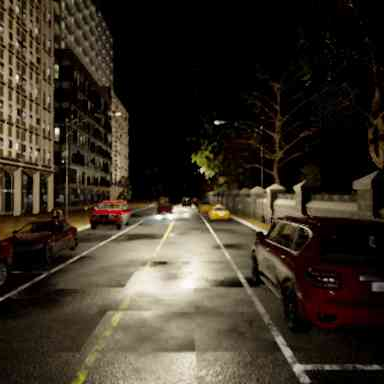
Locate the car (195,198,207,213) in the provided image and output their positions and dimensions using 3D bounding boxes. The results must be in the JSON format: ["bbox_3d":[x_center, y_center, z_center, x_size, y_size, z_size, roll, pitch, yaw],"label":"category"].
[{"bbox_3d":[1.721,1.906,43.801,1.801,1.575,5.366,0,-1,-1],"label":"car"}]

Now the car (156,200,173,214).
[{"bbox_3d":[-3.287,2.018,40.737,1.895,1.301,4.718,0,-1,-1],"label":"car"}]

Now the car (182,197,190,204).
[{"bbox_3d":[-1.530,2.056,85.887,2.097,1.767,4.553,0,-1,-1],"label":"car"}]

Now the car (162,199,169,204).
[{"bbox_3d":[-7.095,2.475,89.967,1.802,1.307,4.206,0,-1,-1],"label":"car"}]

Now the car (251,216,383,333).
[{"bbox_3d":[2.552,1.388,6.873,2.192,1.841,5.009,0,-1,0],"label":"car"}]

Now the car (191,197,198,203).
[{"bbox_3d":[0.793,2.385,95.631,1.967,1.590,4.097,0,-1,-1],"label":"car"}]

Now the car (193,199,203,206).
[{"bbox_3d":[1.337,2.302,73.438,1.947,1.339,4.313,0,-1,-1],"label":"car"}]

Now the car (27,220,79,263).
[{"bbox_3d":[-5.503,1.712,12.367,1.802,1.307,4.206,0,-1,0],"label":"car"}]

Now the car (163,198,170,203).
[{"bbox_3d":[-7.227,2.486,95.339,1.752,1.417,4.829,0,-1,-1],"label":"car"}]

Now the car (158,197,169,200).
[{"bbox_3d":[-6.824,2.103,78.892,2.192,1.841,5.009,0,-1,-1],"label":"car"}]

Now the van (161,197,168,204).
[{"bbox_3d":[-6.960,2.182,84.431,1.690,1.788,3.998,0,-1,-1],"label":"van"}]

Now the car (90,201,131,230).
[{"bbox_3d":[-5.607,1.559,23.463,2.192,1.841,5.009,0,-1,-1],"label":"car"}]

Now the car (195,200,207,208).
[{"bbox_3d":[1.609,2.195,62.342,1.947,1.339,4.313,0,-1,-1],"label":"car"}]

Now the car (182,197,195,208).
[{"bbox_3d":[-0.953,2.176,62.351,2.033,1.411,5.357,0,-1,-1],"label":"car"}]

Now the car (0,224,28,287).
[{"bbox_3d":[-5.473,1.618,6.817,1.887,1.381,4.507,0,-1,0],"label":"car"}]

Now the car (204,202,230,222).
[{"bbox_3d":[2.339,1.828,29.230,1.752,1.417,4.829,0,-1,-1],"label":"car"}]

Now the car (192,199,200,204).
[{"bbox_3d":[1.065,2.424,84.533,1.802,1.307,4.206,0,-1,-1],"label":"car"}]
